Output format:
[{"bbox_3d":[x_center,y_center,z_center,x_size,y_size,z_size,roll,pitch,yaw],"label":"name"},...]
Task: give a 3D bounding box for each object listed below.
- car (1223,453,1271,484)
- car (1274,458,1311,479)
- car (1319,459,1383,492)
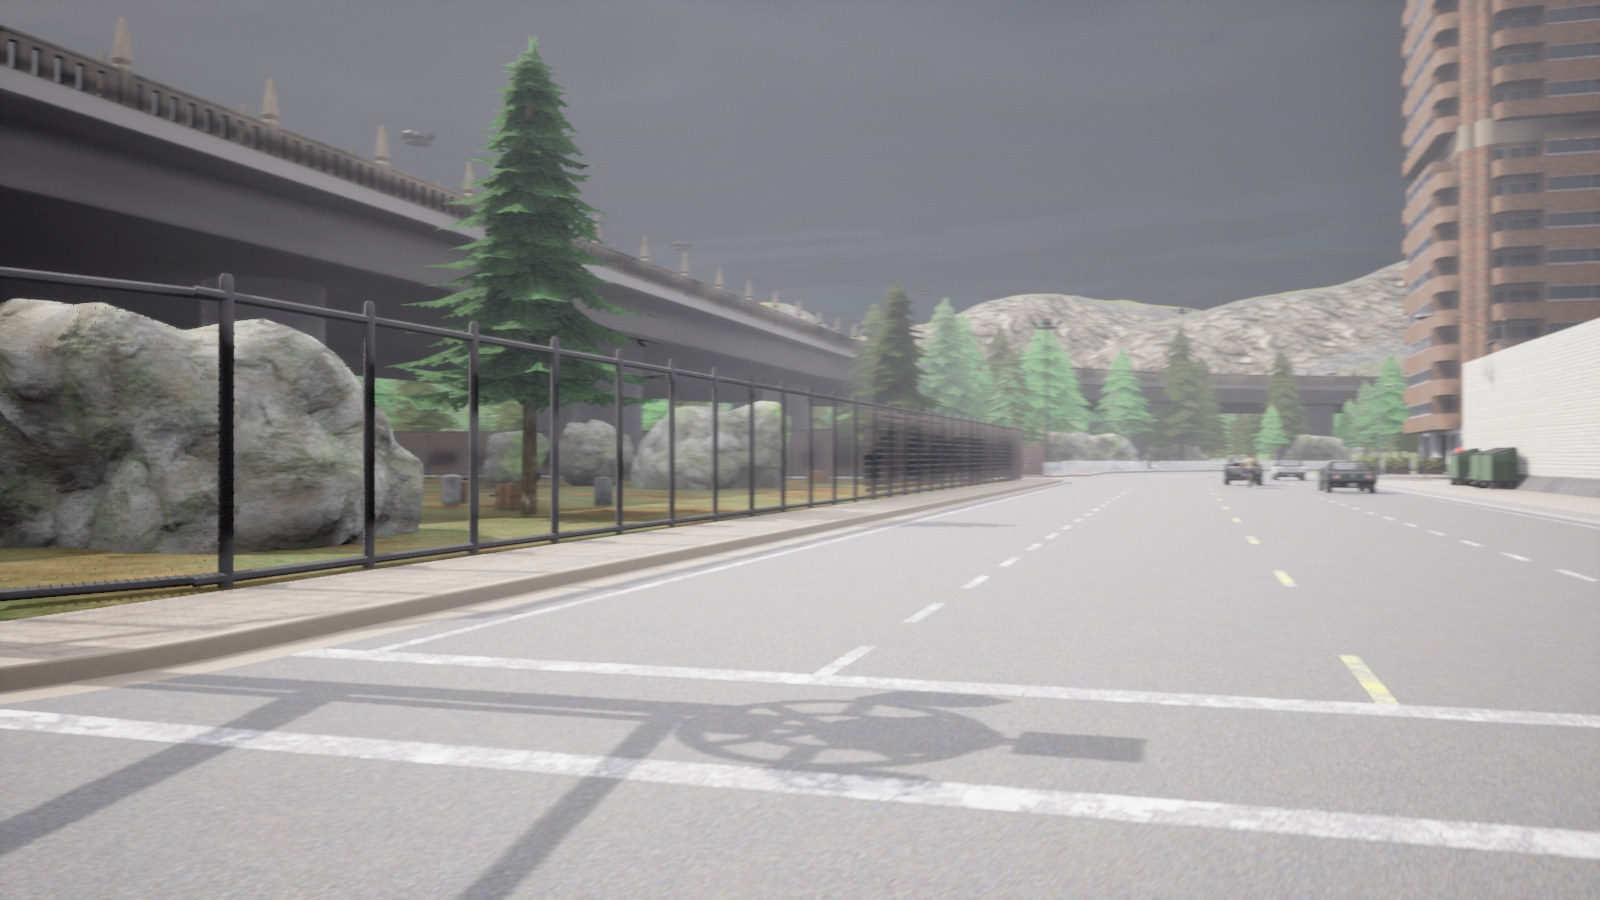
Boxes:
[{"bbox_3d":[23.153,0.943,65.122,2.128,1.511,4.902,0,0,17],"label":"car"},{"bbox_3d":[31.654,1.178,80.770,1.895,1.301,4.718,0,0,17],"label":"car"},{"bbox_3d":[22.760,1.015,51.997,1.895,1.301,4.718,0,0,17],"label":"car"}]
